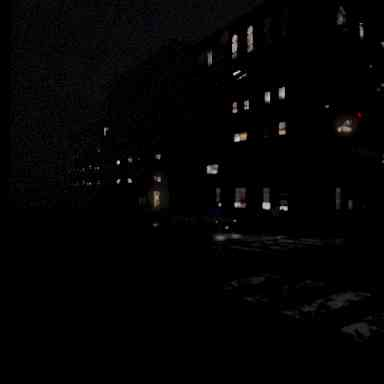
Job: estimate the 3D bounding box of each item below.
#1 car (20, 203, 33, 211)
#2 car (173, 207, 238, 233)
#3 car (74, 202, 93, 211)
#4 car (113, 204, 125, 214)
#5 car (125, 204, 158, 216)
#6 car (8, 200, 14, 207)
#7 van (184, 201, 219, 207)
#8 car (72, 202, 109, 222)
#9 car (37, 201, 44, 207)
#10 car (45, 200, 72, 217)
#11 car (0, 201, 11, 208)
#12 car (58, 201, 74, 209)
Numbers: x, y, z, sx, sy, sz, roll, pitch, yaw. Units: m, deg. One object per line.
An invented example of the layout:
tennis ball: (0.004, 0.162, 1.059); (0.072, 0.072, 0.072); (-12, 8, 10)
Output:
car: (-29.036, 2.546, 58.306); (1.752, 1.417, 4.829); (-1, 0, -36)
car: (0.784, 1.852, 21.620); (1.895, 1.301, 4.718); (0, -1, -36)
car: (-19.192, 2.487, 58.881); (1.752, 1.417, 4.829); (-1, 0, -36)
car: (-9.174, 2.244, 45.027); (1.947, 1.339, 4.313); (-1, 0, -36)
car: (-5.969, 2.113, 40.593); (1.752, 1.417, 4.829); (-1, 0, -36)
car: (-42.364, 2.715, 76.734); (2.192, 1.841, 5.009); (-1, 0, -36)
van: (0.877, 1.741, 31.411); (1.690, 1.788, 3.998); (-1, 0, -36)
car: (-9.303, 1.903, 31.012); (1.967, 1.590, 4.097); (-1, 0, -36)
car: (-38.926, 3.089, 86.174); (1.947, 1.339, 4.313); (-1, 0, -36)
car: (-15.914, 2.089, 40.156); (1.967, 1.590, 4.097); (-1, 0, -36)
car: (-45.565, 3.017, 81.166); (1.752, 1.417, 4.829); (-1, 0, -36)
car: (-25.706, 2.587, 67.887); (1.967, 1.590, 4.097); (-1, 0, -36)
